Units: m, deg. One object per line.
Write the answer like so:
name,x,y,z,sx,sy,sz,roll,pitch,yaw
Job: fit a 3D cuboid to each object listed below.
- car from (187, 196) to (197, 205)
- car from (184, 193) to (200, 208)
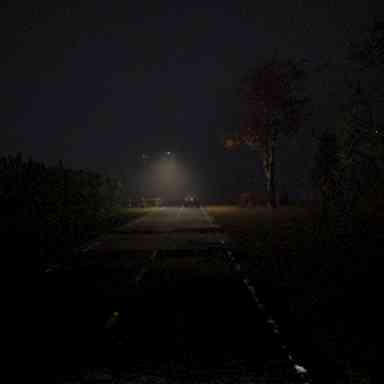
car,0.009,1.517,59.405,1.837,1.490,4.892,0,0,0
car,0.007,1.222,49.011,2.150,2.045,5.566,0,0,0
